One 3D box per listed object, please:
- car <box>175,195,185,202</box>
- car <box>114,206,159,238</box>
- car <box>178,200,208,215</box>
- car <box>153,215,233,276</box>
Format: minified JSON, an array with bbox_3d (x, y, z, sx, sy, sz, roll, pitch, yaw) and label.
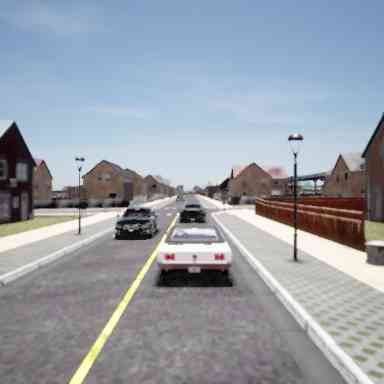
[{"bbox_3d":[-2.774,1.443,78.313,2.097,1.767,4.553,0,0,0],"label":"car"},{"bbox_3d":[-2.842,1.532,17.915,1.837,1.490,4.892,0,0,0],"label":"car"},{"bbox_3d":[0.063,1.540,24.039,1.837,1.490,4.892,0,0,0],"label":"car"},{"bbox_3d":[0.076,1.618,10.354,1.895,1.301,4.718,0,0,0],"label":"car"}]
